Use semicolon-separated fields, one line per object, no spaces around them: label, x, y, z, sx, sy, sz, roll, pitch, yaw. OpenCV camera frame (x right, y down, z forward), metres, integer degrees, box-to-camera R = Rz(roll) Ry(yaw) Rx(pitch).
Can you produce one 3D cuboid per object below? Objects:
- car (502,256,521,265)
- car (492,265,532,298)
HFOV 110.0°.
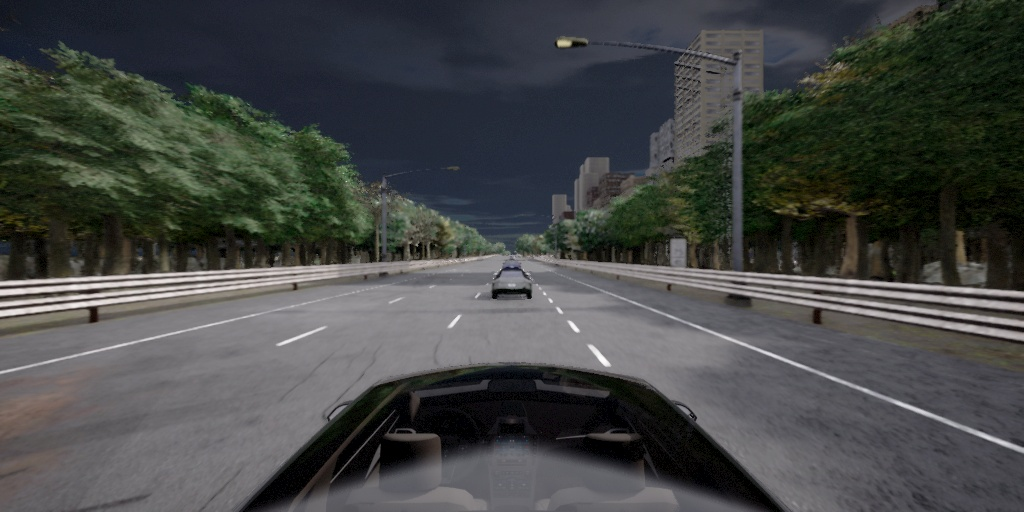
car;-0.008;1.143;40.732;2.097;1.767;4.553;0;0;0
car;-0.004;1.331;18.794;1.994;1.385;4.181;0;0;0
